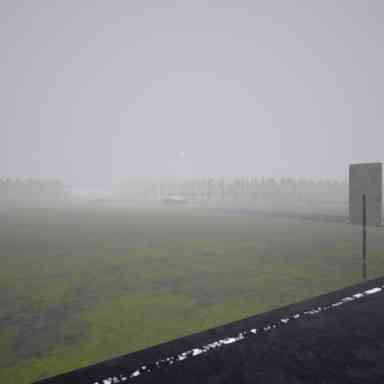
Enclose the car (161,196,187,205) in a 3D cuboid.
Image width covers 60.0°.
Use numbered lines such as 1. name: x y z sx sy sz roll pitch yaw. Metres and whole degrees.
1. car: -2.742 1.291 49.961 1.895 1.301 4.718 0 1 -35
